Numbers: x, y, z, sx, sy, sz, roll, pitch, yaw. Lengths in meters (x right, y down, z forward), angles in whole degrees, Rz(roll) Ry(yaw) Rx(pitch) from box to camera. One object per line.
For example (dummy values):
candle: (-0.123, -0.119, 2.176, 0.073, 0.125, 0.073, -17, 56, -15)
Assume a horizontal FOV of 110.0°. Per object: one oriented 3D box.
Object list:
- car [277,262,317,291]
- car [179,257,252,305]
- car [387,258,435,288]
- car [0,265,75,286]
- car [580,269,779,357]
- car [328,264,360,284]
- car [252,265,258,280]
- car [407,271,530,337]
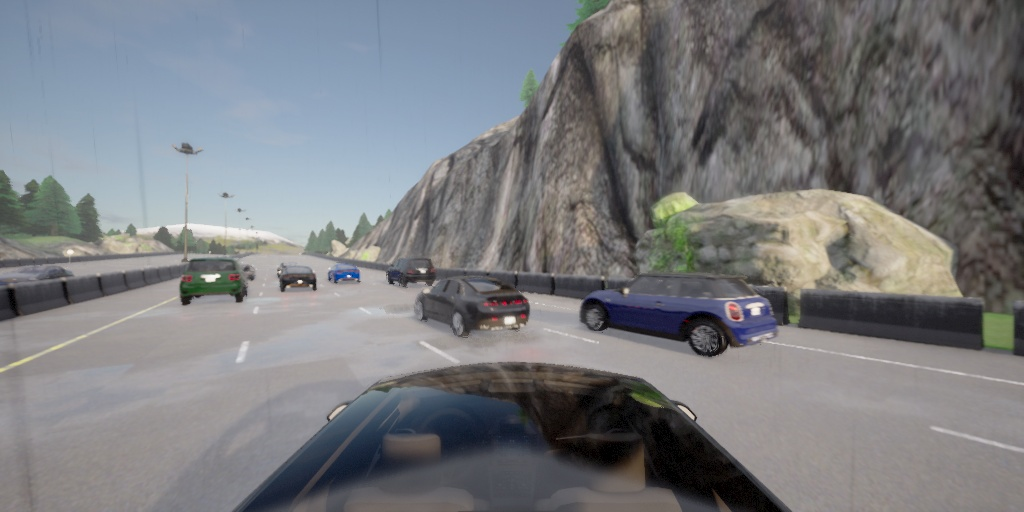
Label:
car: (-13.810, 1.363, 23.096, 1.882, 1.535, 5.008, 0, 0, -34)
car: (-14.112, 1.077, 17.247, 2.150, 2.045, 5.566, 0, 0, -34)
car: (-7.405, 1.154, 26.110, 2.150, 2.045, 5.566, 0, 0, -34)
car: (-31.202, 1.321, 23.619, 2.033, 1.411, 5.357, 0, 0, -33)
car: (3.878, 1.190, 9.200, 2.097, 1.767, 4.553, 0, -1, -34)
car: (-13.832, 1.384, 29.434, 1.882, 1.535, 5.008, 0, 0, -34)
car: (-23.578, 1.386, 31.428, 2.033, 1.411, 5.357, 0, 0, -34)
car: (-1.389, 1.351, 10.786, 1.837, 1.490, 4.892, 0, -1, -34)
